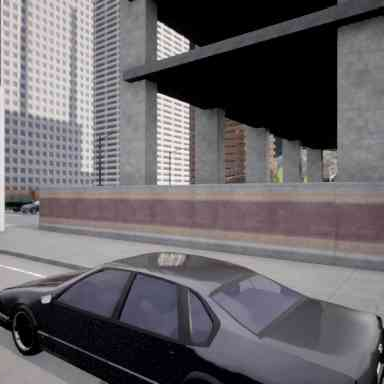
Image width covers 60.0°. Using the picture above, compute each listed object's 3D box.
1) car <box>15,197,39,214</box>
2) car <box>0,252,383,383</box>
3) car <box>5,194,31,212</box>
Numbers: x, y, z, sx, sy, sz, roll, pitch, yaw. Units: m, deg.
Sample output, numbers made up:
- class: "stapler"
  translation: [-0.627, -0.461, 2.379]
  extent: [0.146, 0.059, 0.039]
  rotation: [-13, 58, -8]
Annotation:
- class: "car"
  translation: [-15.766, 1.526, 35.386]
  extent: [1.812, 1.442, 4.674]
  rotation: [0, 0, 36]
- class: "car"
  translation: [-0.449, 1.547, 4.312]
  extent: [5.357, 1.411, 2.033]
  rotation: [0, 0, 35]
- class: "car"
  translation: [-19.907, 1.221, 35.664]
  extent: [2.150, 2.045, 5.566]
  rotation: [0, 0, 36]
